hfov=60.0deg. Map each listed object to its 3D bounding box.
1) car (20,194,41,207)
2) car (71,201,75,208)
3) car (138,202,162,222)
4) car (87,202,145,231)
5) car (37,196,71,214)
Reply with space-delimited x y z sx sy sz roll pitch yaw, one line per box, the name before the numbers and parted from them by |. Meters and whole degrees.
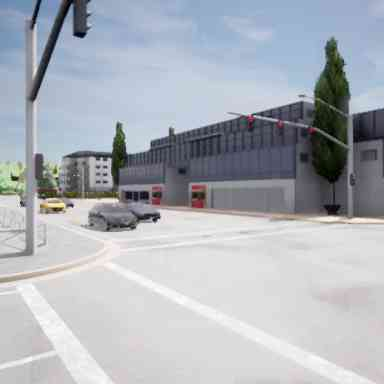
car | -24.649 1.503 49.998 2.128 1.511 4.902 0 0 -34
car | -17.663 1.514 45.731 2.033 1.411 5.357 0 0 -33
car | -4.358 1.517 25.824 2.033 1.411 5.357 0 0 -34
car | -5.015 1.480 20.589 1.837 1.490 4.892 0 1 -35
car | -14.528 1.455 34.695 1.882 1.535 5.008 0 0 -34
